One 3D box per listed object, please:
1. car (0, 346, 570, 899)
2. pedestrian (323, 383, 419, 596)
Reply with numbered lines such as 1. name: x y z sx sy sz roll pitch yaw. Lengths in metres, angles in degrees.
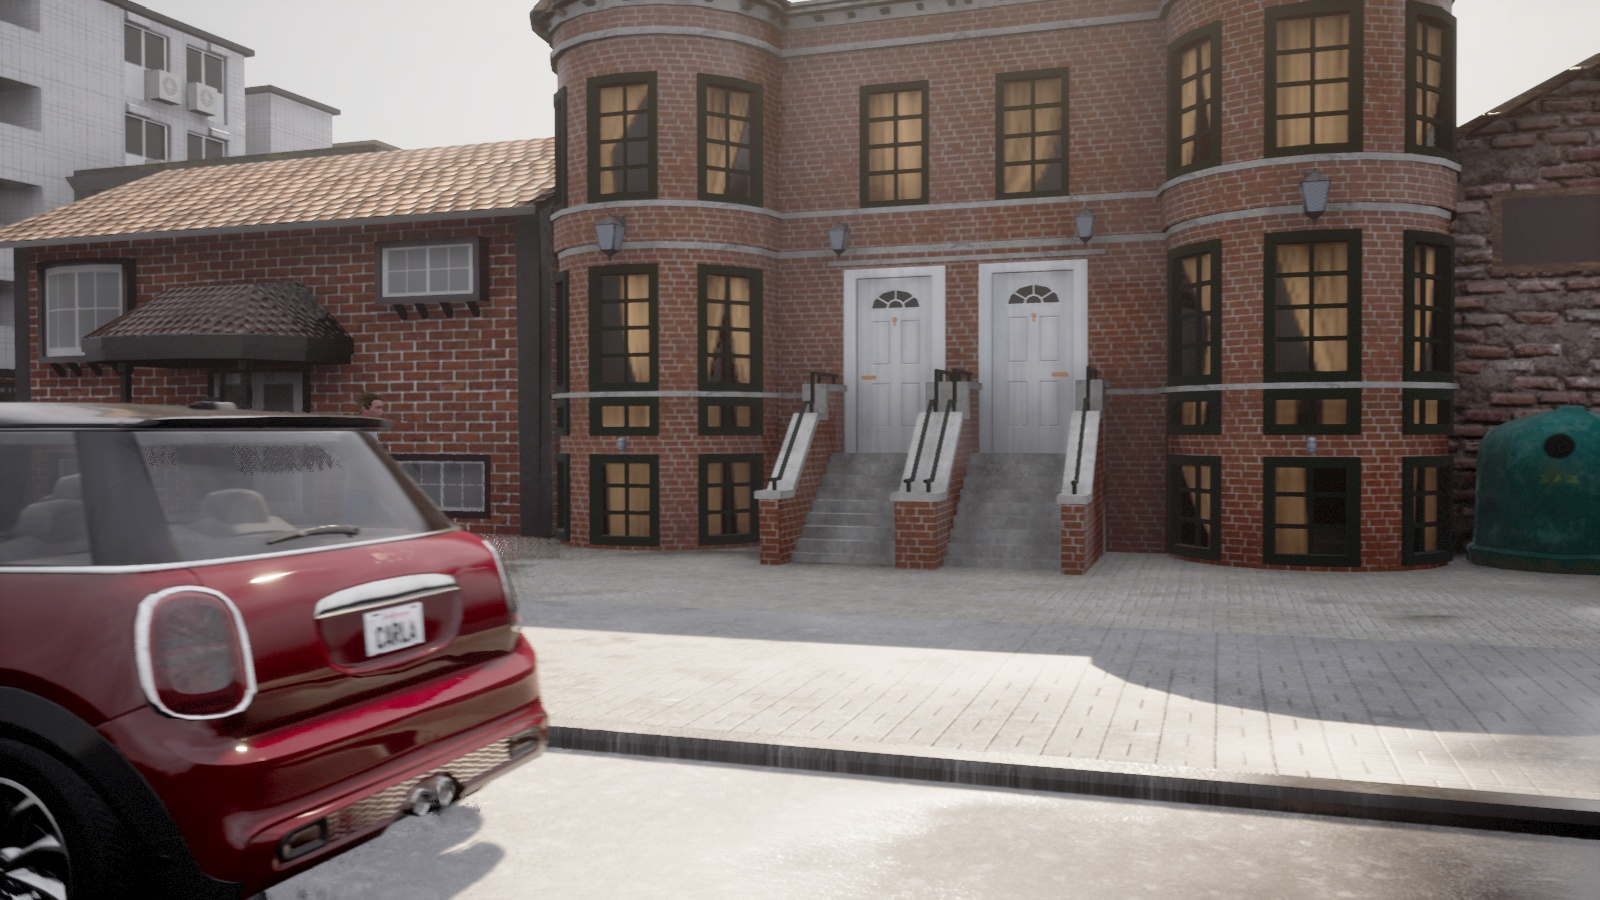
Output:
1. car: -3.435 0.587 4.873 4.553 1.767 2.097 1 1 19
2. pedestrian: -3.753 0.335 11.001 0.706 1.836 0.354 0 1 8
